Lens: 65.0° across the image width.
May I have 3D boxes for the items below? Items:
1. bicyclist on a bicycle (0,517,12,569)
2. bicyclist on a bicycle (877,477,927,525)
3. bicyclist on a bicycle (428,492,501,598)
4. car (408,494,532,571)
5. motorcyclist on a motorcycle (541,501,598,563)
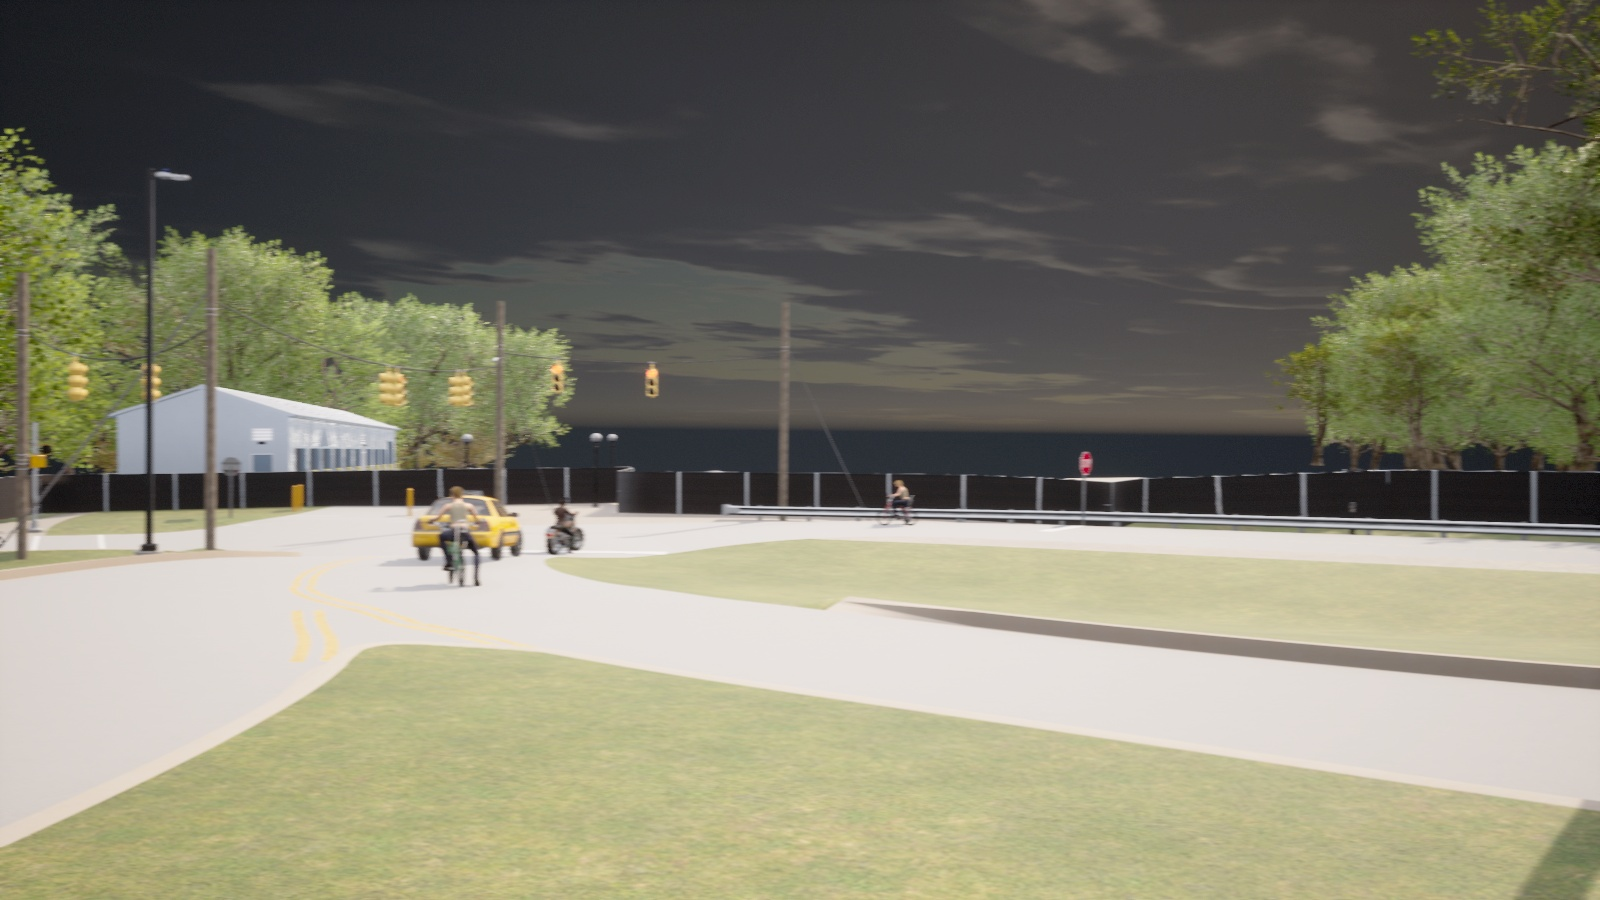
[{"bbox_3d":[-26.386,3.022,40.580,1.509,1.612,0.866,0,1,-27],"label":"bicyclist on a bicycle"},{"bbox_3d":[3.614,1.795,44.434,1.509,1.612,0.866,-2,0,21],"label":"bicyclist on a bicycle"},{"bbox_3d":[-5.456,1.515,20.348,0.866,1.612,1.509,-1,-2,-25],"label":"bicyclist on a bicycle"},{"bbox_3d":[-7.429,1.855,28.788,1.801,1.575,5.366,-1,-3,-4],"label":"car"},{"bbox_3d":[-6.735,2.368,36.804,0.766,1.649,2.350,0,0,13],"label":"motorcyclist on a motorcycle"}]
